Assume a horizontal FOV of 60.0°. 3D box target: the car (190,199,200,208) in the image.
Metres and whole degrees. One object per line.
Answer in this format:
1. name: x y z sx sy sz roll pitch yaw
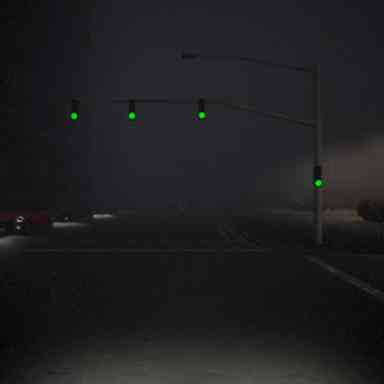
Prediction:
1. car: 0.610 2.125 61.620 1.837 1.490 4.892 0 -1 1

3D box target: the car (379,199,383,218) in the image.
1. car: 22.057 1.772 34.281 3.806 1.475 1.970 0 -1 1

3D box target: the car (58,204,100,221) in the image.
1. car: -10.381 1.843 30.216 2.033 1.411 5.357 0 -1 1

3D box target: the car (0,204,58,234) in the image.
1. car: -10.498 1.548 20.720 2.097 1.767 4.553 0 -1 1

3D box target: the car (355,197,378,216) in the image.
1. car: 22.117 1.588 39.861 4.605 1.855 1.932 0 -1 1

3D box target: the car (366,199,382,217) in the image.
1. car: 22.115 1.771 37.175 3.905 1.438 1.784 0 -1 1

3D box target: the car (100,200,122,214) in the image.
1. car: -10.246 1.964 40.146 1.994 1.385 4.181 0 -1 1

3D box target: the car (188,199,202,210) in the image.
1. car: 0.481 1.865 51.494 2.097 1.767 4.553 0 -1 1

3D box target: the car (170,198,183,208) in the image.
1. car: -2.881 1.981 62.300 2.097 1.767 4.553 0 -1 1

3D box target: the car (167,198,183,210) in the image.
1. car: -2.907 2.088 52.378 1.994 1.385 4.181 0 -1 1

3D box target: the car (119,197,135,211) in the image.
1. car: -10.082 1.733 50.736 2.150 2.045 5.566 0 -1 1
